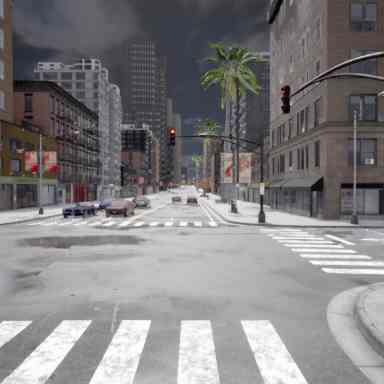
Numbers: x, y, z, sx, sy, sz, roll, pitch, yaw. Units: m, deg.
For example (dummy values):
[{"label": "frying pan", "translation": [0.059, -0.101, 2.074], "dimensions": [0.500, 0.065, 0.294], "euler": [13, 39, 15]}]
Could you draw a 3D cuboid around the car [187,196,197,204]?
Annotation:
[{"label": "car", "translation": [0.032, 1.438, 61.296], "dimensions": [1.882, 1.535, 5.008], "euler": [0, 0, 0]}]

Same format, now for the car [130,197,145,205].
[{"label": "car", "translation": [-9.863, 1.562, 60.750], "dimensions": [1.895, 1.301, 4.718], "euler": [0, 0, 0]}]

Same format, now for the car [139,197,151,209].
[{"label": "car", "translation": [-6.648, 1.488, 44.716], "dimensions": [1.837, 1.490, 4.892], "euler": [0, 0, 0]}]

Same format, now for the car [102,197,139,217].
[{"label": "car", "translation": [-6.626, 1.469, 31.097], "dimensions": [1.882, 1.535, 5.008], "euler": [0, 0, 1]}]

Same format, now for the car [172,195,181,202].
[{"label": "car", "translation": [-3.248, 1.436, 70.870], "dimensions": [2.128, 1.511, 4.902], "euler": [0, 0, 0]}]

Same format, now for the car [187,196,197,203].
[{"label": "car", "translation": [-0.008, 1.499, 71.338], "dimensions": [1.994, 1.385, 4.181], "euler": [0, 0, 0]}]

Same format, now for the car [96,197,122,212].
[{"label": "car", "translation": [-9.896, 1.465, 40.079], "dimensions": [1.882, 1.535, 5.008], "euler": [0, 0, 0]}]

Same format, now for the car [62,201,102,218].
[{"label": "car", "translation": [-9.884, 1.592, 29.755], "dimensions": [1.895, 1.301, 4.718], "euler": [0, 0, 0]}]
